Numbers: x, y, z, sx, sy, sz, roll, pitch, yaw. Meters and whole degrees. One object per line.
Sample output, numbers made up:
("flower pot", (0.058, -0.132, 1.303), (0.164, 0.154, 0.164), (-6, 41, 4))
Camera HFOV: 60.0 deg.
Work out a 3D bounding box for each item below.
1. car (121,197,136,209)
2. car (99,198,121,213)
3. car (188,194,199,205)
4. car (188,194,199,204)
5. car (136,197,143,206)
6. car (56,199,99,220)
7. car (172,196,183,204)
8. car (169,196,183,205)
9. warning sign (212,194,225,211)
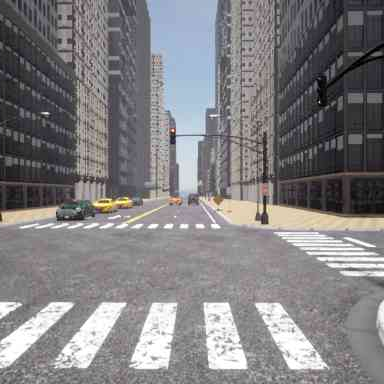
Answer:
("car", (-9.712, 1.538, 47.077), (1.882, 1.535, 5.008), (0, 0, 0))
("car", (-9.745, 1.516, 37.395), (1.882, 1.535, 5.008), (0, 0, 0))
("car", (0.272, 1.606, 60.127), (1.837, 1.490, 4.892), (0, 0, 0))
("car", (0.274, 1.361, 70.335), (2.150, 2.045, 5.566), (0, 0, 0))
("car", (-9.641, 1.640, 57.725), (2.033, 1.411, 5.357), (0, 0, 1))
("car", (-9.769, 1.374, 28.208), (2.097, 1.767, 4.553), (0, 0, 0))
("car", (-2.978, 1.633, 70.104), (2.128, 1.511, 4.902), (0, 0, 0))
("car", (-2.978, 1.452, 59.916), (2.097, 1.767, 4.553), (0, 0, 0))
("warning sign", (2.960, 1.154, 37.471), (1.300, 1.860, 1.060), (0, 0, 0))
